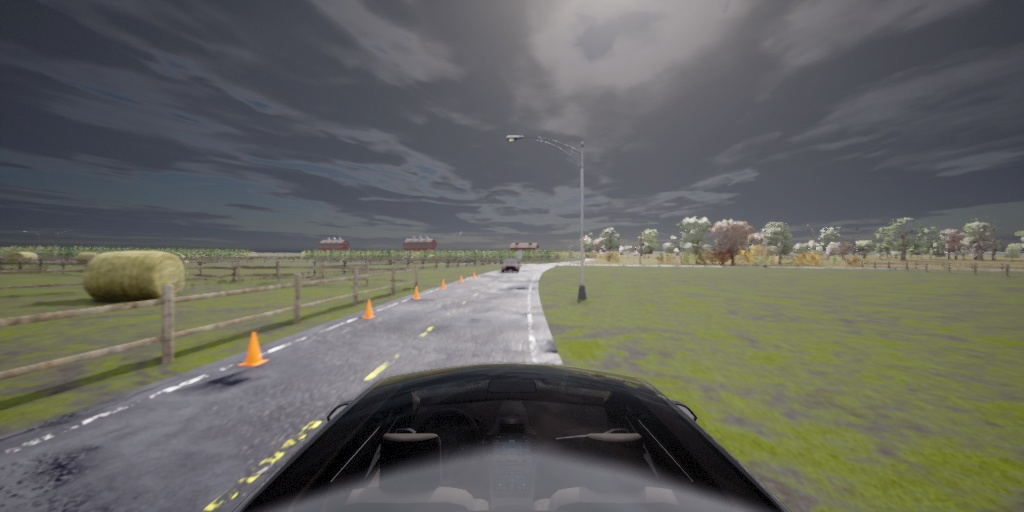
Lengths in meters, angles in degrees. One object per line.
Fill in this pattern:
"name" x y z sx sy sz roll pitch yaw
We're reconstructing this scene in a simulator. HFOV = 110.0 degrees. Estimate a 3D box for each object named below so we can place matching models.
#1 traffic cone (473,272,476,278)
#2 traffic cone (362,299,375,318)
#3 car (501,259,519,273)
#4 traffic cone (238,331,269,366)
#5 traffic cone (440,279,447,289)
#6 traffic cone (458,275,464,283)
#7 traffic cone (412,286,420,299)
"traffic cone" -3.348 1.690 31.798 0.340 0.580 0.340 0 0 6
"traffic cone" -4.657 1.692 11.688 0.340 0.580 0.340 0 0 2
"car" -0.210 1.094 43.366 2.097 1.767 4.553 0 0 -1
"traffic cone" -4.788 1.693 6.649 0.340 0.580 0.340 0 0 1
"traffic cone" -4.160 1.691 21.753 0.340 0.580 0.340 0 0 4
"traffic cone" -3.793 1.690 26.779 0.340 0.580 0.340 0 0 5
"traffic cone" -4.448 1.691 16.722 0.340 0.580 0.340 0 0 3
